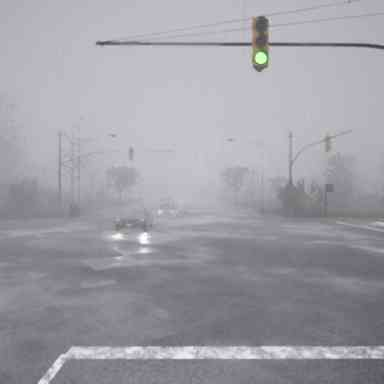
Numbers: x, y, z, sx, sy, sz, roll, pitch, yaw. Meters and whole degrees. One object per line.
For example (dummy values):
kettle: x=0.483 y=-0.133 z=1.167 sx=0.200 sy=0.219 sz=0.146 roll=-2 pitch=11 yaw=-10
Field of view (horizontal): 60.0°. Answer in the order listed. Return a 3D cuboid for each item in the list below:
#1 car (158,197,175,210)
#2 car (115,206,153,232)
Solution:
car: x=-3.573 y=1.493 z=46.595 sx=2.097 sy=1.767 sz=4.553 roll=0 pitch=0 yaw=0
car: x=-3.532 y=1.597 z=20.917 sx=1.812 sy=1.442 sz=4.674 roll=0 pitch=0 yaw=0
